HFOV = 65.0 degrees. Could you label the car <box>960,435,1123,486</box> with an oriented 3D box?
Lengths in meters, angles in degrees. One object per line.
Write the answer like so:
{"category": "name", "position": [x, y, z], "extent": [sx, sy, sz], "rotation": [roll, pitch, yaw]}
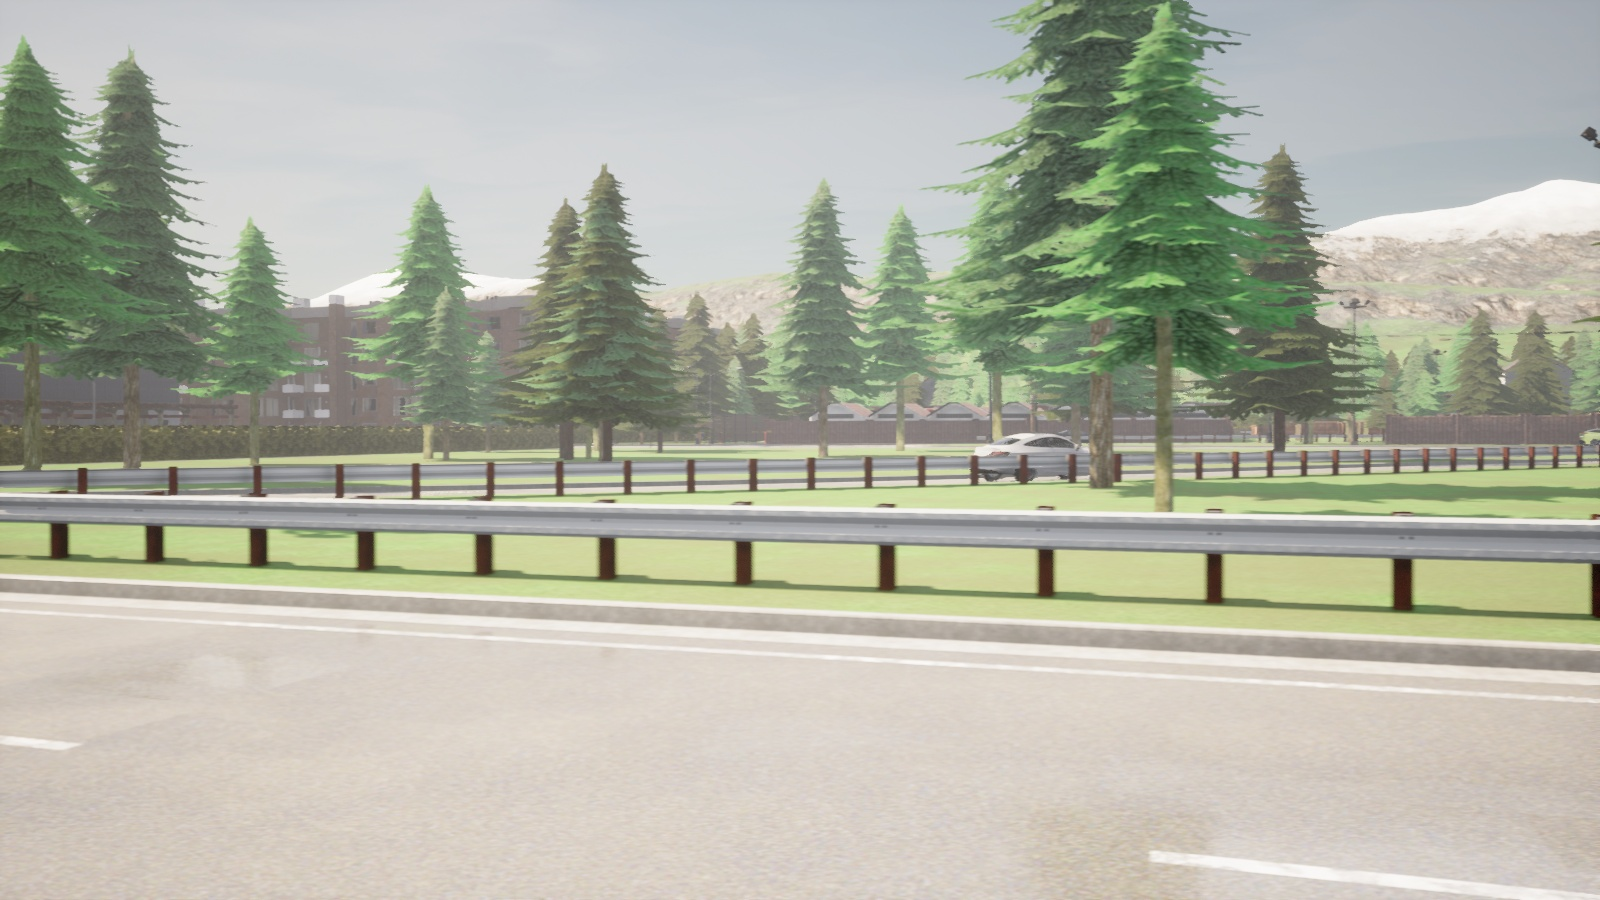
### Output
{"category": "car", "position": [7.277, 0.276, 37.716], "extent": [4.674, 1.442, 1.812], "rotation": [0, 1, -28]}
